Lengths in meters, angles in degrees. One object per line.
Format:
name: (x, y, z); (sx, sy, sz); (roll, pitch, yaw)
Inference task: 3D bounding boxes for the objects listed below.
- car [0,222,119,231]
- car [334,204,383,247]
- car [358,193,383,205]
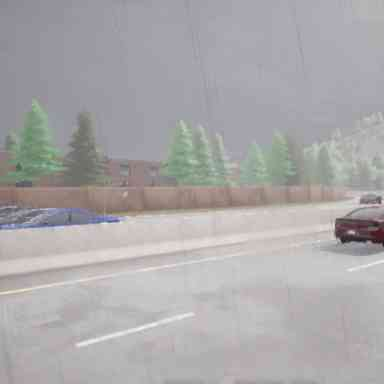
car: (-5.293, 1.439, 13.115); (5.008, 1.535, 1.882); (-1, 0, -36)
car: (7.889, 1.307, 13.678); (5.008, 1.535, 1.882); (-1, 0, -36)
car: (24.272, 0.961, 45.027); (1.837, 1.490, 4.892); (0, 0, 43)
